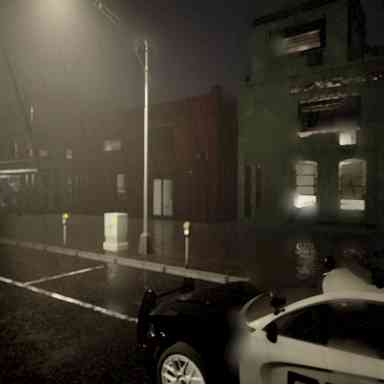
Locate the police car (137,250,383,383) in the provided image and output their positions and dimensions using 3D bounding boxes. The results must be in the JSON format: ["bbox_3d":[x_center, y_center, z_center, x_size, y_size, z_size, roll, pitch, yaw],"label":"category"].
[{"bbox_3d":[1.660,1.425,3.172,5.238,1.638,1.930,0,0,35],"label":"police car"}]
